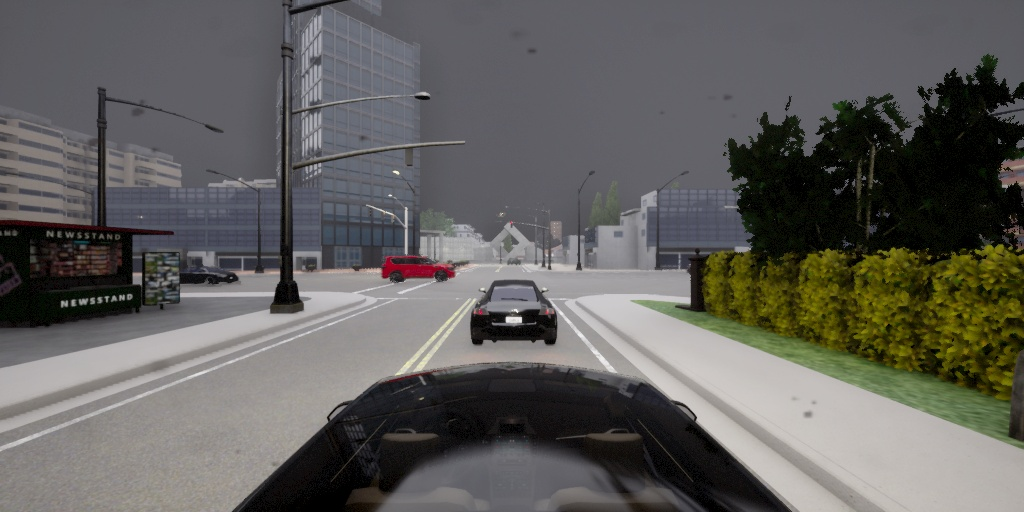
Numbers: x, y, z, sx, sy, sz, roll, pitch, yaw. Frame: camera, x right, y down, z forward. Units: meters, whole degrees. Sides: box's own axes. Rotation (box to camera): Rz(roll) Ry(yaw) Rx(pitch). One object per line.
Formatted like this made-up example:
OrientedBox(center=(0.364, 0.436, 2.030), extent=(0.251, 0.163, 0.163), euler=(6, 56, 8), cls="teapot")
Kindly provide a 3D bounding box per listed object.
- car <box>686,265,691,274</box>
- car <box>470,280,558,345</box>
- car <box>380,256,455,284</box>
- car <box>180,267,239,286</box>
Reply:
OrientedBox(center=(21.195, 1.177, 38.302), extent=(5.008, 1.535, 1.882), euler=(0, 0, -1), cls="car")
OrientedBox(center=(0.044, 1.314, 9.553), extent=(1.994, 1.385, 4.181), euler=(0, 0, 0), cls="car")
OrientedBox(center=(-7.215, 1.012, 27.695), extent=(5.566, 2.045, 2.150), euler=(0, 0, -9), cls="car")
OrientedBox(center=(-23.195, 1.494, 27.050), extent=(4.181, 1.385, 1.994), euler=(-1, 0, -1), cls="car")
